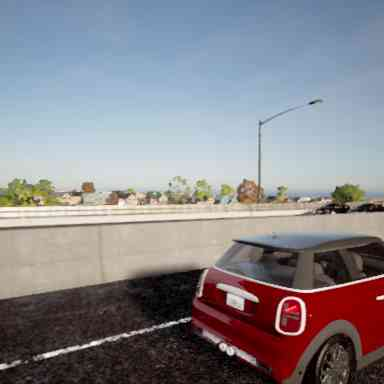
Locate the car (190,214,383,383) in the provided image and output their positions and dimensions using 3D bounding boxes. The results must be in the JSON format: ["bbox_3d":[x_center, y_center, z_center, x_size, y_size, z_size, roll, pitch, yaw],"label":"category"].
[{"bbox_3d":[2.270,1.403,5.333,4.553,1.767,2.097,1,-1,-35],"label":"car"}]

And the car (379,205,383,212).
[{"bbox_3d":[19.364,1.906,30.237,4.674,1.442,1.812,1,0,-34],"label":"car"}]

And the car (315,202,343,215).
[{"bbox_3d":[15.308,1.883,35.929,4.892,1.490,1.837,1,0,-34],"label":"car"}]

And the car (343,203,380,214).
[{"bbox_3d":[17.588,1.888,33.248,4.892,1.490,1.837,1,0,-34],"label":"car"}]
